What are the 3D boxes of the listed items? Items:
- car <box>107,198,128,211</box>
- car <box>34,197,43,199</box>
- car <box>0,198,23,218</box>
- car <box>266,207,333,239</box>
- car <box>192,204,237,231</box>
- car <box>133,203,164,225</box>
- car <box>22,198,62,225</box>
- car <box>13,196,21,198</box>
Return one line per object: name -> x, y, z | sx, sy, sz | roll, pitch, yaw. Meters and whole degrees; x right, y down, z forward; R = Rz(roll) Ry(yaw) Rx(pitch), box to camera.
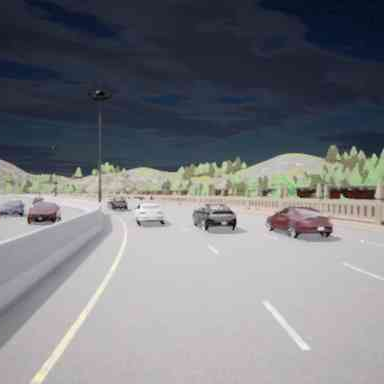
car -> -9.269, 1.474, 41.092 | 2.128, 1.511, 4.902 | 0, 0, -24
car -> -28.689, 1.576, 62.395 | 2.033, 1.411, 5.357 | 0, 0, -29
car -> -16.594, 1.553, 31.030 | 1.812, 1.442, 4.674 | 0, 0, -21
car -> 5.407, 1.480, 17.153 | 1.812, 1.442, 4.674 | 0, 0, -9
car -> 1.253, 1.459, 20.247 | 2.128, 1.511, 4.902 | 0, 0, -11
car -> -3.162, 1.507, 23.851 | 1.812, 1.442, 4.674 | 0, 0, -14
car -> -10.784, 1.489, 24.555 | 1.882, 1.535, 5.008 | 0, 0, -16
car -> -35.940, 1.576, 68.244 | 1.812, 1.442, 4.674 | 0, 0, -29
